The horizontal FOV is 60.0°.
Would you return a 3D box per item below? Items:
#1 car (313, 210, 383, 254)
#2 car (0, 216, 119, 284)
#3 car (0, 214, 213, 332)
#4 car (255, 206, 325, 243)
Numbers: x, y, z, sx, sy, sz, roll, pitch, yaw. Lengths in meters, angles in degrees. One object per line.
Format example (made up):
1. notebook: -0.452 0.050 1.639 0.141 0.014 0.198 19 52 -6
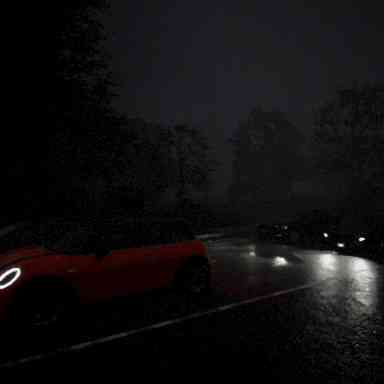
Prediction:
1. car: 7.604 1.552 13.658 5.357 1.411 2.033 0 0 -35
2. car: -4.601 1.527 9.292 4.674 1.442 1.812 0 0 -35
3. car: -1.822 1.353 6.971 4.553 1.767 2.097 0 0 -35
4. car: 5.267 1.482 16.293 5.008 1.535 1.882 0 0 -35
